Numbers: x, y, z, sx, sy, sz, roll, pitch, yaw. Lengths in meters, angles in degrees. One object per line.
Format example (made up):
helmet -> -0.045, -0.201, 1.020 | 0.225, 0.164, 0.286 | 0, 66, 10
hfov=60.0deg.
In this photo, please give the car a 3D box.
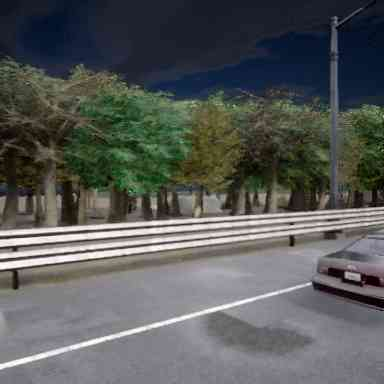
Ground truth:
car -> 4.889, 1.523, 7.300 | 5.357, 1.411, 2.033 | 0, 0, -35
